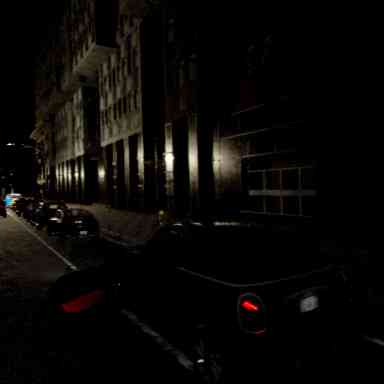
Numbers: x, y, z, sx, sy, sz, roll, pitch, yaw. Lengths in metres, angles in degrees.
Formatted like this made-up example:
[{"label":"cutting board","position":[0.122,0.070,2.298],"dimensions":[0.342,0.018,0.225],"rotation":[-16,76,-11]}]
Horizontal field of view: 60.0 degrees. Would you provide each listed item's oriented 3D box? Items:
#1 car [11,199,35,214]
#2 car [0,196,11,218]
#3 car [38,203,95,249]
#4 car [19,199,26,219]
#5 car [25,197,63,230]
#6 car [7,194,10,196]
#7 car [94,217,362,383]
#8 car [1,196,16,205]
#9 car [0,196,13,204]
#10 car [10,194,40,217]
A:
[{"label":"car","position":[-17.475,1.401,34.288],"dimensions":[1.802,1.307,4.206],"rotation":[-2,1,-32]},{"label":"car","position":[-16.825,1.383,28.181],"dimensions":[1.882,1.535,5.008],"rotation":[-2,1,-32]},{"label":"car","position":[-5.565,1.409,15.306],"dimensions":[2.008,1.369,4.403],"rotation":[-2,1,-32]},{"label":"car","position":[-11.520,1.420,24.797],"dimensions":[1.802,1.307,4.206],"rotation":[-2,1,-32]},{"label":"car","position":[-8.545,1.288,20.051],"dimensions":[1.967,1.590,4.097],"rotation":[-2,1,-32]},{"label":"car","position":[-20.544,1.335,39.176],"dimensions":[1.752,1.417,4.829],"rotation":[-2,1,-32]},{"label":"car","position":[0.162,1.245,5.461],"dimensions":[2.097,1.767,4.553],"rotation":[-2,1,-32]},{"label":"car","position":[-29.385,1.366,53.269],"dimensions":[1.802,1.307,4.206],"rotation":[-2,1,-32]},{"label":"car","position":[-32.363,1.357,58.014],"dimensions":[1.802,1.307,4.206],"rotation":[-2,1,-32]},{"label":"car","position":[-14.503,1.143,29.539],"dimensions":[2.192,1.841,5.009],"rotation":[-2,1,-32]}]
